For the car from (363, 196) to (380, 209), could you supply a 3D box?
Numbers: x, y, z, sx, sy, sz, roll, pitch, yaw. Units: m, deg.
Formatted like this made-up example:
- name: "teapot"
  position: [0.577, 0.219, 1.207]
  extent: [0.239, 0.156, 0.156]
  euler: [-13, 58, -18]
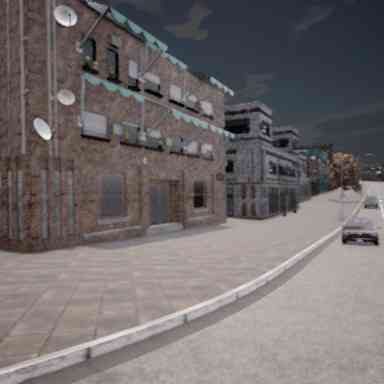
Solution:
- name: "car"
  position: [29.837, 1.691, 55.259]
  extent: [2.150, 2.045, 5.566]
  euler: [-1, 1, 30]

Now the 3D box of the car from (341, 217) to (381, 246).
- name: "car"
  position: [9.974, 2.216, 19.592]
  extent: [2.033, 1.411, 5.357]
  euler: [-1, -2, 29]
